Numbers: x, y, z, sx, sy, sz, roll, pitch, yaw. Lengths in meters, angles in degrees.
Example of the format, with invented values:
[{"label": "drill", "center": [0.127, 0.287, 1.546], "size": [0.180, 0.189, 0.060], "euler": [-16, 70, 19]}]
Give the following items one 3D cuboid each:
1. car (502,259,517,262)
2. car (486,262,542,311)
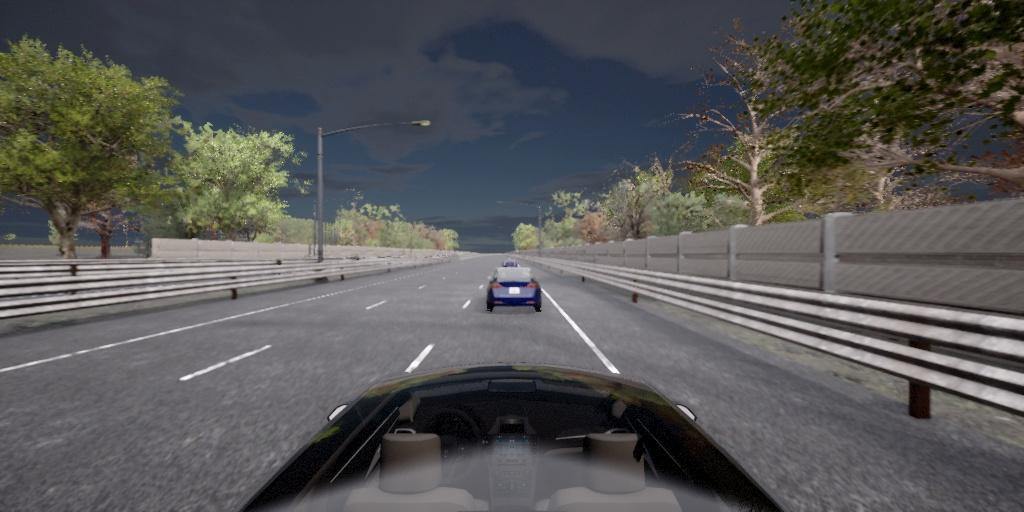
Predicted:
[{"label": "car", "center": [-0.316, 0.989, 45.018], "size": [1.895, 1.301, 4.718], "euler": [0, 0, -1]}, {"label": "car", "center": [0.061, 1.155, 14.025], "size": [2.163, 1.488, 4.792], "euler": [0, 0, 0]}]
